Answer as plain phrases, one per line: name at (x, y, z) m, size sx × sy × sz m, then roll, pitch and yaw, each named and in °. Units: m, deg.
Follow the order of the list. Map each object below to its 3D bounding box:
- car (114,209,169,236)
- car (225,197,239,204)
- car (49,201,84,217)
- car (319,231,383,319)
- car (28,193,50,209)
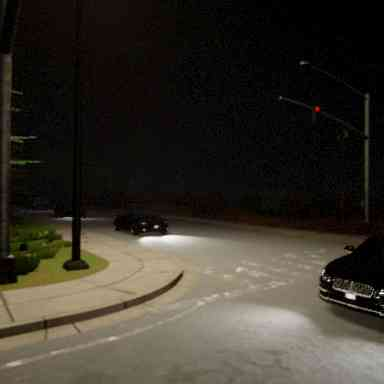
car at (-3.040, 1.701, 19.574) m, size 1.994 × 1.385 × 4.181 m, roll 1°, pitch 0°, yaw -34°
car at (9.599, 2.019, 78.843) m, size 4.553 × 1.767 × 2.097 m, roll 1°, pitch 0°, yaw -32°
car at (-12.351, 1.687, 33.157) m, size 2.033 × 1.411 × 5.357 m, roll 1°, pitch 0°, yaw -34°
car at (4.764, 1.610, 7.264) m, size 4.892 × 1.490 × 1.837 m, roll 1°, pitch -1°, yaw -35°
car at (-21.653, 1.176, 46.900) m, size 2.150 × 2.045 × 5.566 m, roll 1°, pitch -1°, yaw -34°
